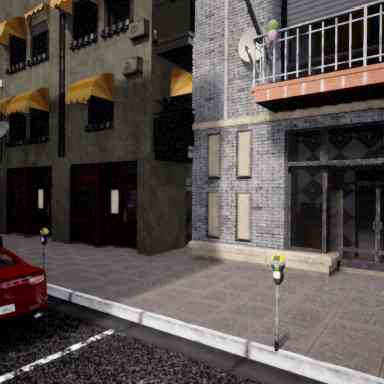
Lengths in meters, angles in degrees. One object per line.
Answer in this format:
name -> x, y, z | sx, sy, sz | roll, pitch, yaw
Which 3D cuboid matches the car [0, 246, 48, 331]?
car -> -4.460, 1.544, 6.051 | 4.507, 1.381, 1.887 | 0, 1, 36
